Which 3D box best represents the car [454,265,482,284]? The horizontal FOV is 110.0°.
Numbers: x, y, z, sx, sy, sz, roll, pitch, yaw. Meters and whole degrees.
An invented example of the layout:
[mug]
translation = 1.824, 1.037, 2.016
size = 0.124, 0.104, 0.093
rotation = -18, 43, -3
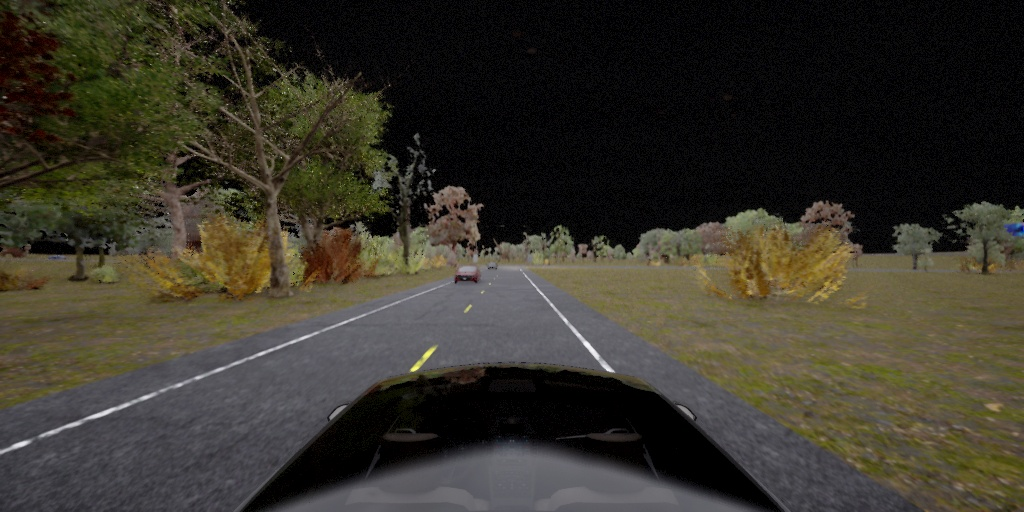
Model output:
[car]
translation = -3.641, 1.503, 30.107
size = 1.882, 1.535, 5.008
rotation = 0, -1, 0
